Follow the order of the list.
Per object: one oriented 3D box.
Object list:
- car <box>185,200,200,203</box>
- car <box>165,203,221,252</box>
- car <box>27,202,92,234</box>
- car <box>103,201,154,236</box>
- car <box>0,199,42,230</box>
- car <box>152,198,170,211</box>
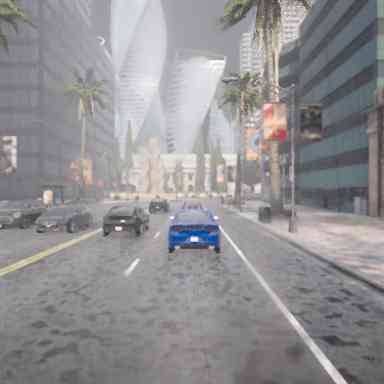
[{"bbox_3d":[0.054,1.486,32.740,1.895,1.301,4.718,0,0,0],"label":"car"},{"bbox_3d":[0.082,1.429,13.648,1.882,1.535,5.008,0,0,0],"label":"car"},{"bbox_3d":[-7.126,1.441,18.917,1.837,1.490,4.892,0,0,0],"label":"car"},{"bbox_3d":[-3.425,1.443,17.913,1.837,1.490,4.892,0,0,0],"label":"car"},{"bbox_3d":[-10.627,1.284,20.550,2.097,1.767,4.553,0,0,0],"label":"car"},{"bbox_3d":[-3.451,1.353,35.800,1.882,1.535,5.008,0,0,0],"label":"car"}]
